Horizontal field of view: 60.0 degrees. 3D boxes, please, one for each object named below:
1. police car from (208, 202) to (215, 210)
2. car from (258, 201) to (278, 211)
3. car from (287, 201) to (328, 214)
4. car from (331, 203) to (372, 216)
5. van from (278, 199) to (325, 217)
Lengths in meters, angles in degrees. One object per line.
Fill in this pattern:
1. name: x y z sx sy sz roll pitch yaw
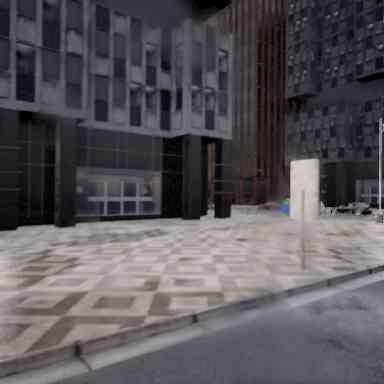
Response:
1. police car: 1.489 1.864 49.415 2.038 1.542 4.974 1 -1 -35
2. car: 11.066 1.961 46.048 1.802 1.307 4.206 0 -1 -35
3. car: 14.342 1.892 41.446 2.008 1.369 4.403 0 -1 -35
4. car: 17.617 1.868 36.843 1.947 1.339 4.313 0 -1 -35
5. van: 10.677 1.533 31.896 1.690 1.788 3.998 0 -1 -35
